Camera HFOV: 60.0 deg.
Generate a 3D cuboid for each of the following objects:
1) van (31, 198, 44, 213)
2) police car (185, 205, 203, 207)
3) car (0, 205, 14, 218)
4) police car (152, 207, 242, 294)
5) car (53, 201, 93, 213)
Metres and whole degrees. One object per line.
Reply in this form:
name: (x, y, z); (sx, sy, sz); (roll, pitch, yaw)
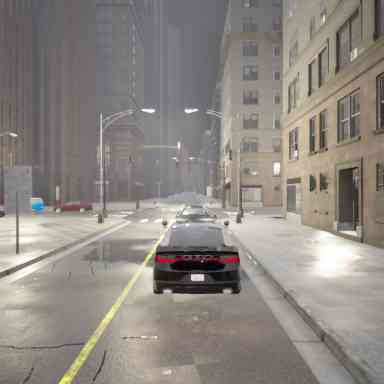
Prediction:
van: (-19.584, 1.592, 39.117); (3.998, 1.788, 1.690); (-1, 0, 0)
police car: (0.120, 1.510, 18.522); (2.038, 1.542, 4.974); (0, 0, 0)
car: (-19.612, 1.524, 30.591); (5.009, 1.841, 2.192); (-1, 0, 0)
police car: (0.107, 1.427, 8.917); (1.930, 1.638, 5.238); (0, 0, 0)
car: (-13.958, 1.728, 39.094); (4.507, 1.381, 1.887); (-1, 0, 0)
